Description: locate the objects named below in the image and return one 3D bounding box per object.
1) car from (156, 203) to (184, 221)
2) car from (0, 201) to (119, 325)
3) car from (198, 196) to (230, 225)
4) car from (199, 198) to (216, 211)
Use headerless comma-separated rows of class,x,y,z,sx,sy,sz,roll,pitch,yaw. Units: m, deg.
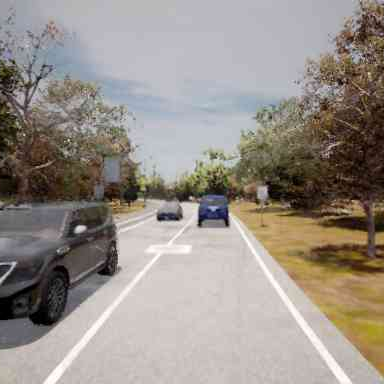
car,-1.779,1.622,28.478,2.033,1.411,5.357,0,0,4
car,-3.284,1.240,7.528,2.150,2.045,5.566,0,-1,3
car,1.587,1.279,24.584,2.150,2.045,5.566,0,0,4
car,2.008,1.630,43.770,1.837,1.490,4.892,1,0,-2
